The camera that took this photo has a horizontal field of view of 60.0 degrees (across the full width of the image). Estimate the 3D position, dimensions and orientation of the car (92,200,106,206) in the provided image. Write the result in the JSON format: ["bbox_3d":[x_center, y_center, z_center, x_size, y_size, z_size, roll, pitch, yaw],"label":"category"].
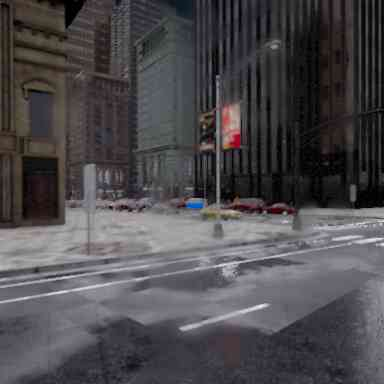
[{"bbox_3d":[-22.772,2.594,81.315,1.947,1.339,4.313,-1,0,-35],"label":"car"}]

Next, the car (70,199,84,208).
[{"bbox_3d":[-22.993,2.352,66.897,1.967,1.590,4.097,-1,0,-35],"label":"car"}]

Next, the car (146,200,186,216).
[{"bbox_3d":[-3.087,2.003,38.865,2.008,1.369,4.403,-1,0,-35],"label":"car"}]

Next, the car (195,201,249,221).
[{"bbox_3d":[2.667,1.842,30.759,1.752,1.417,4.829,-1,0,-35],"label":"car"}]

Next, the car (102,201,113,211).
[{"bbox_3d":[-11.573,2.195,50.817,1.887,1.381,4.507,-1,0,-35],"label":"car"}]

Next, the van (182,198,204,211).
[{"bbox_3d":[0.703,1.832,48.280,1.690,1.788,3.998,-1,0,-35],"label":"van"}]

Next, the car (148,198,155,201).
[{"bbox_3d":[-7.374,2.130,54.935,2.128,1.511,4.902,0,-1,-35],"label":"car"}]

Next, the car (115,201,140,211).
[{"bbox_3d":[-10.645,2.216,54.224,2.033,1.411,5.357,0,-1,-35],"label":"car"}]

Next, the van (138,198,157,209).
[{"bbox_3d":[-8.117,2.036,60.734,1.690,1.788,3.998,-1,0,-35],"label":"van"}]

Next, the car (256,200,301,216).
[{"bbox_3d":[9.529,1.828,35.826,1.887,1.381,4.507,-1,0,-35],"label":"car"}]

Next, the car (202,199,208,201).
[{"bbox_3d":[3.649,2.004,44.128,1.802,1.307,4.206,-1,0,-35],"label":"car"}]

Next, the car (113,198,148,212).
[{"bbox_3d":[-8.750,1.899,46.833,2.192,1.841,5.009,-1,0,-35],"label":"car"}]

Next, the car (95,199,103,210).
[{"bbox_3d":[-14.404,2.155,54.800,1.967,1.590,4.097,-1,0,-35],"label":"car"}]

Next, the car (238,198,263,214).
[{"bbox_3d":[6.583,1.668,39.977,2.192,1.841,5.009,-1,0,-35],"label":"car"}]

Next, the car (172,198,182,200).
[{"bbox_3d":[-2.237,1.874,52.431,2.192,1.841,5.009,-1,0,-35],"label":"car"}]

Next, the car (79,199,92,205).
[{"bbox_3d":[-28.795,2.708,89.800,2.008,1.369,4.403,-1,0,-35],"label":"car"}]

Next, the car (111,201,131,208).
[{"bbox_3d":[-13.642,2.382,63.702,1.895,1.301,4.718,0,-1,-35],"label":"car"}]
